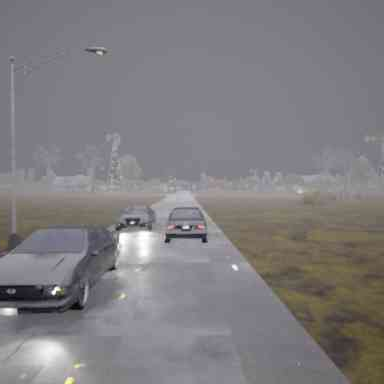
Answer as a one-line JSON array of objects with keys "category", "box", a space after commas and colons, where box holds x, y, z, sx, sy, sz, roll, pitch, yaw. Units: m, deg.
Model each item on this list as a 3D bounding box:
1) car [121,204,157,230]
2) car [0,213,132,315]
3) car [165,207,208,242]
[{"category": "car", "box": [-3.173, 1.408, 19.577, 1.994, 1.385, 4.181, 0, 1, -1]}, {"category": "car", "box": [-2.975, 1.501, 7.968, 2.033, 1.411, 5.357, 0, 0, -1]}, {"category": "car", "box": [-0.262, 1.413, 15.544, 2.033, 1.411, 5.357, 0, 1, -1]}]
